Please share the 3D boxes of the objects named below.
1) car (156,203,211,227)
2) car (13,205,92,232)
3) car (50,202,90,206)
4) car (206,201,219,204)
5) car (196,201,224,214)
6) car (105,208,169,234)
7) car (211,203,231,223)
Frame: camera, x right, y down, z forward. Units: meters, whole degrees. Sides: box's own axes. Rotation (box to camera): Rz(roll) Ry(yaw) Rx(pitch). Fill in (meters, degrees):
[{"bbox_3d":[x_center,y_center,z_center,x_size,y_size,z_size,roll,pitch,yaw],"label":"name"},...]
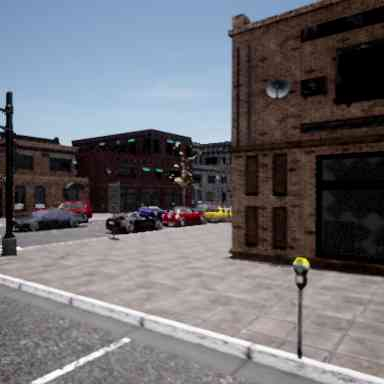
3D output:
[{"bbox_3d":[-0.574,1.926,26.966,1.967,1.590,4.097,0,-1,36],"label":"car"},{"bbox_3d":[-10.108,1.937,23.793,2.033,1.411,5.357,0,0,37],"label":"car"},{"bbox_3d":[-10.613,1.722,27.447,2.192,1.841,5.009,0,-1,36],"label":"car"},{"bbox_3d":[1.763,2.127,39.929,2.033,1.411,5.357,0,0,36],"label":"car"},{"bbox_3d":[2.509,2.056,45.342,1.967,1.590,4.097,0,-1,36],"label":"car"},{"bbox_3d":[-3.855,1.999,22.491,1.947,1.339,4.313,0,-1,36],"label":"car"},{"bbox_3d":[2.807,2.065,31.577,1.752,1.417,4.829,0,-1,36],"label":"car"}]
